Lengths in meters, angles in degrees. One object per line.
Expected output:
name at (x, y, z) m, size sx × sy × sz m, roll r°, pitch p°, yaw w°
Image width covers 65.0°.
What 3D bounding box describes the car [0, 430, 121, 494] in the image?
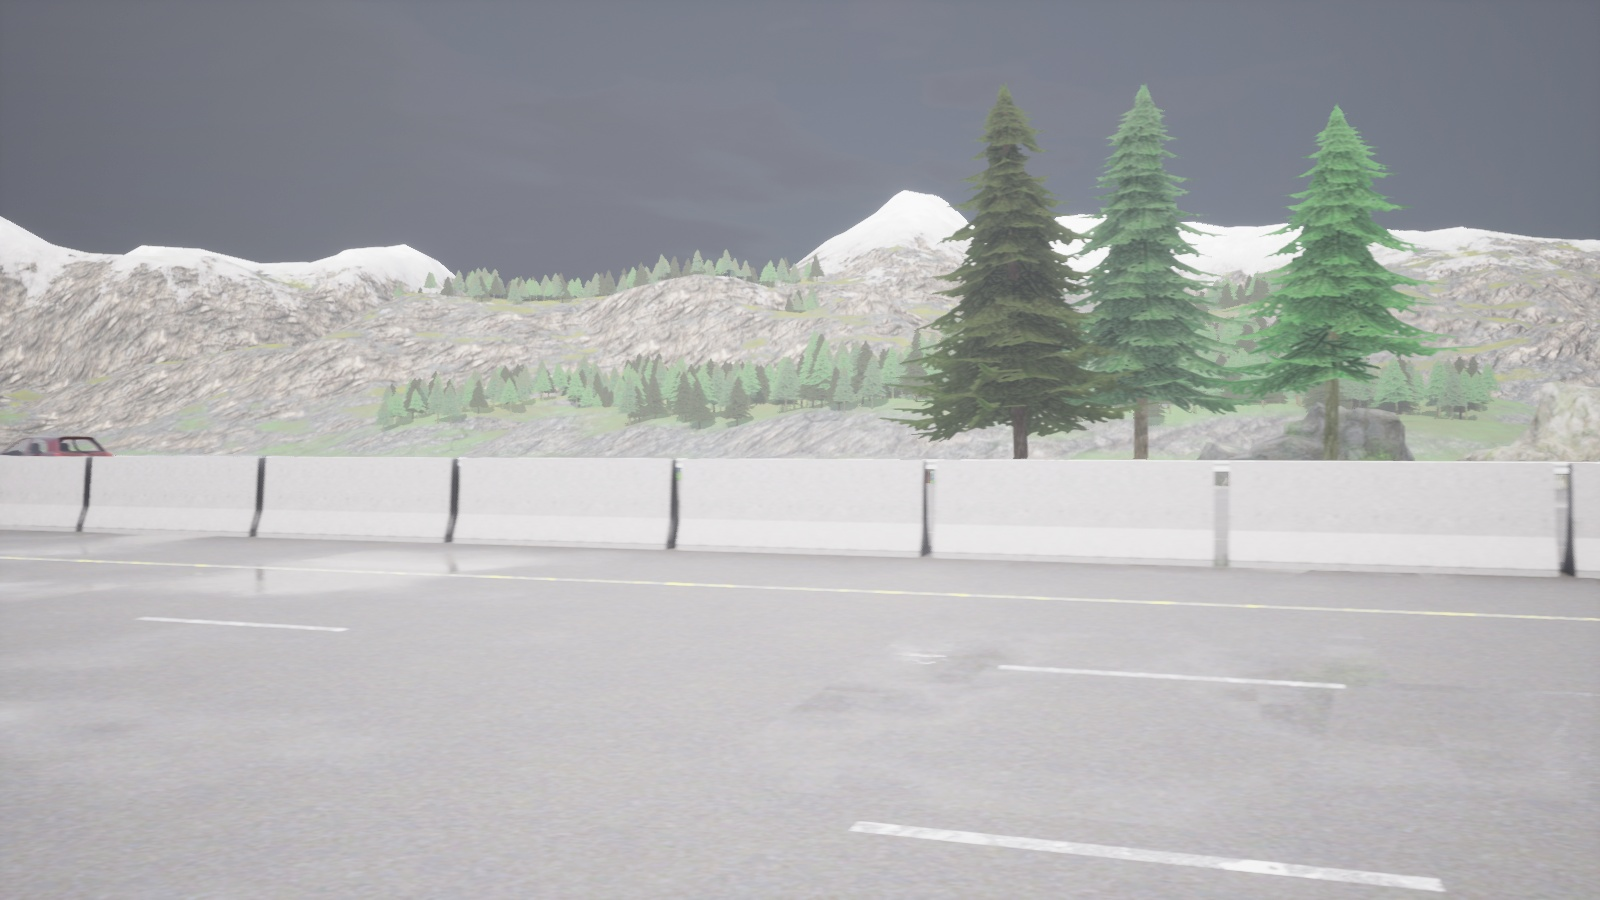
car at (-19.132, 0.261, 31.659) m, size 3.633 × 1.501 × 1.845 m, roll 1°, pitch 1°, yaw 28°
